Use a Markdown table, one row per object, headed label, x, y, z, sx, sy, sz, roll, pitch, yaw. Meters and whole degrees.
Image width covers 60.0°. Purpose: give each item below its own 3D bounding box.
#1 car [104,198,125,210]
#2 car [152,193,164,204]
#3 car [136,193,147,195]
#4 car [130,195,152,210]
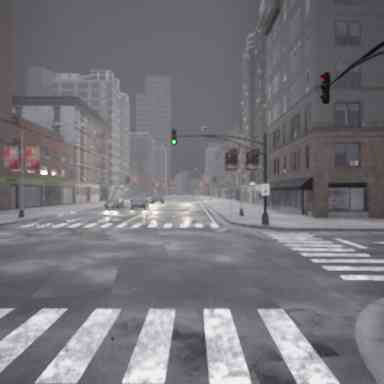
| label | x | y | z | sx | sy | sz | roll | pitch | yaw |
| --- | --- | --- | --- | --- | --- | --- | --- | --- | --- |
| car | -9.836 | 1.467 | 42.451 | 2.128 | 1.511 | 4.902 | 0 | 0 | 0 |
| car | -6.498 | 1.219 | 63.524 | 2.150 | 2.045 | 5.566 | 0 | 0 | 0 |
| car | -9.748 | 1.222 | 63.549 | 2.150 | 2.045 | 5.566 | 0 | 0 | 0 |
| car | -6.586 | 1.482 | 42.264 | 1.837 | 1.490 | 4.892 | 0 | 0 | 0 |
